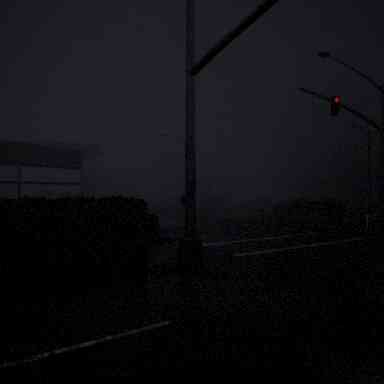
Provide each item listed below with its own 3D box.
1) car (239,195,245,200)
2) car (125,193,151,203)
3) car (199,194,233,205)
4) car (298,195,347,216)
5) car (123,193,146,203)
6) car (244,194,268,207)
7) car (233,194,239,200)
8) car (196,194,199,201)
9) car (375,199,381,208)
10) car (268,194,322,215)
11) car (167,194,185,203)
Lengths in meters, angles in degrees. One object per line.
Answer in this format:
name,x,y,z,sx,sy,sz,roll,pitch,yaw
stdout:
car,13.395,1.154,72.853,5.027,1.636,2.152,0,0,-35
car,-9.550,1.361,60.523,3.806,1.475,1.970,0,0,-35
car,3.944,1.298,54.826,4.514,1.523,2.007,0,0,-35
car,12.030,1.340,29.984,4.514,1.523,2.007,0,0,-35
car,-10.961,1.077,63.595,3.866,1.878,1.905,0,0,-35
car,9.654,1.320,46.625,3.633,1.501,1.845,0,0,-35
car,9.441,1.232,77.918,3.806,1.475,1.970,0,0,-35
car,1.567,1.298,76.863,4.514,1.523,2.007,0,0,-35
car,25.542,1.384,43.130,3.806,1.475,1.970,0,0,-35
car,10.184,1.330,32.521,5.027,1.636,2.152,0,0,-35
car,-2.634,1.097,65.428,4.605,1.855,1.932,0,0,-35
